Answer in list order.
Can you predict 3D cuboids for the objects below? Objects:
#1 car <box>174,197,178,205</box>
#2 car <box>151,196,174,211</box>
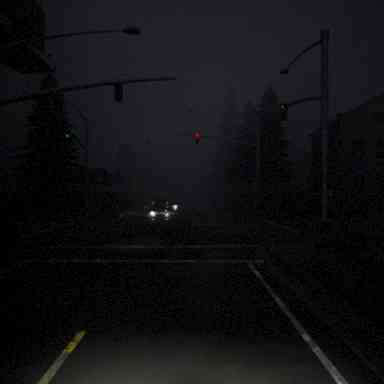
[{"bbox_3d":[-3.442,1.399,55.385,1.895,1.301,4.718,0,0,1],"label":"car"},{"bbox_3d":[-3.520,1.212,38.514,2.097,1.767,4.553,0,0,0],"label":"car"}]
